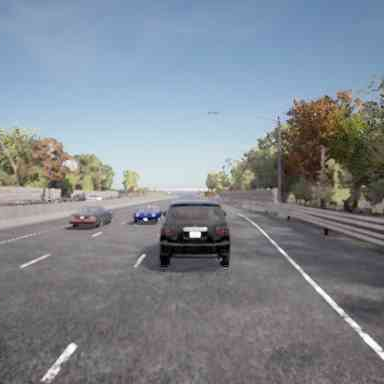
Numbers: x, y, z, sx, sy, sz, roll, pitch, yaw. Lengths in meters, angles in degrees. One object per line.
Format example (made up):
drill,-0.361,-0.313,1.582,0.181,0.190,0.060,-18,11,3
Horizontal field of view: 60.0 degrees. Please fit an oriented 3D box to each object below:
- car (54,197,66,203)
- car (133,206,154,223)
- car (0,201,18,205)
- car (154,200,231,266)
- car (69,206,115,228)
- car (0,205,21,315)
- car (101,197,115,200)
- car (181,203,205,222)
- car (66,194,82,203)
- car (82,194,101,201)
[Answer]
car,-28.043,1.842,71.477,2.128,1.511,4.902,0,0,0
car,-3.418,1.753,26.747,1.895,1.301,4.718,0,0,0
car,-17.613,1.654,30.761,1.882,1.535,5.008,0,0,0
car,0.091,1.287,11.887,2.150,2.045,5.566,0,0,0
car,-6.919,1.679,23.454,2.033,1.411,5.357,0,0,0
car,-3.432,1.235,1.681,2.150,2.045,5.566,0,0,1
car,-17.543,1.817,71.484,1.837,1.490,4.892,0,0,0
car,0.080,1.730,29.038,1.994,1.385,4.181,0,0,0
car,-24.543,1.509,71.867,2.150,2.045,5.566,0,0,0
car,-21.043,1.542,71.453,2.150,2.045,5.566,0,0,0
